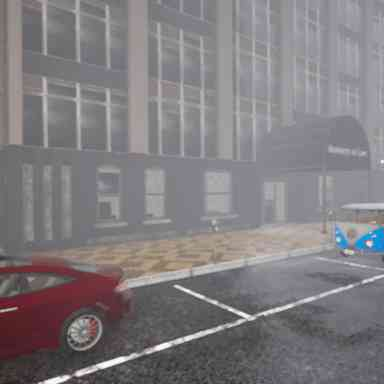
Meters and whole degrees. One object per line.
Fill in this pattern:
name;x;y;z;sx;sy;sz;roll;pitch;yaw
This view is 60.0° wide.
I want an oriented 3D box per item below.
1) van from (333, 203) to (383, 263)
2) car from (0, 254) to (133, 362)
van;6.396;1.253;11.128;3.998;1.788;1.690;-1;0;-36
car;-2.867;1.581;4.515;4.206;1.307;1.802;-1;0;-36
